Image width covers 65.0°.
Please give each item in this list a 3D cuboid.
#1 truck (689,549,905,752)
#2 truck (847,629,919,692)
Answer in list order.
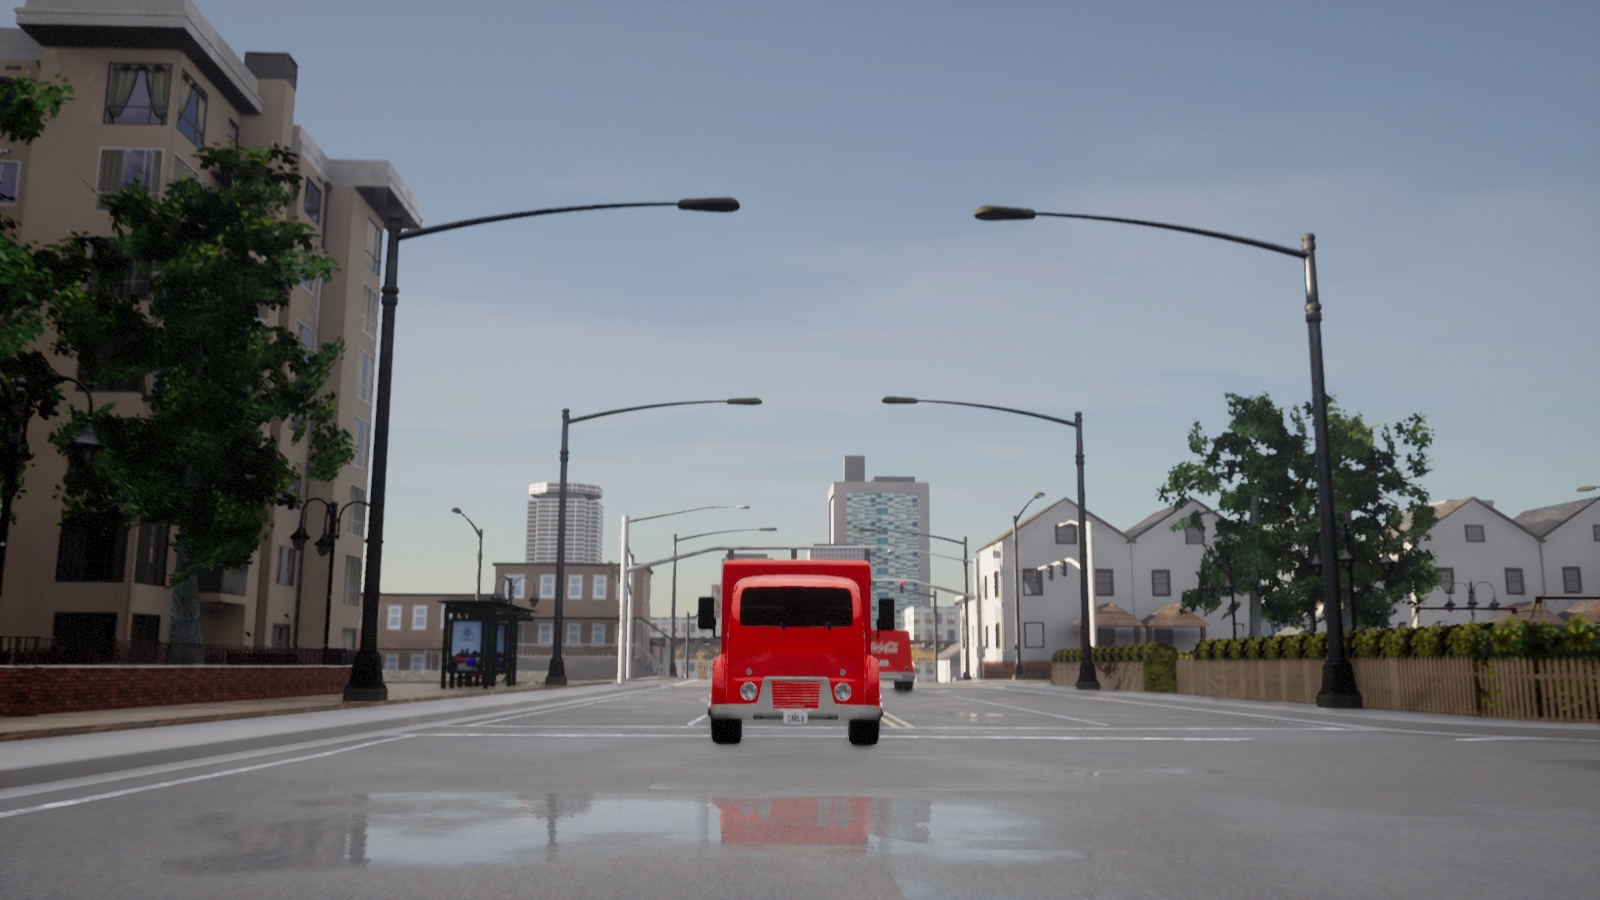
[{"bbox_3d":[-0.041,2.864,18.024,2.627,2.467,5.204,0,-9,0],"label":"truck"},{"bbox_3d":[3.389,8.763,52.316,2.627,2.467,5.204,0,-9,0],"label":"truck"}]
